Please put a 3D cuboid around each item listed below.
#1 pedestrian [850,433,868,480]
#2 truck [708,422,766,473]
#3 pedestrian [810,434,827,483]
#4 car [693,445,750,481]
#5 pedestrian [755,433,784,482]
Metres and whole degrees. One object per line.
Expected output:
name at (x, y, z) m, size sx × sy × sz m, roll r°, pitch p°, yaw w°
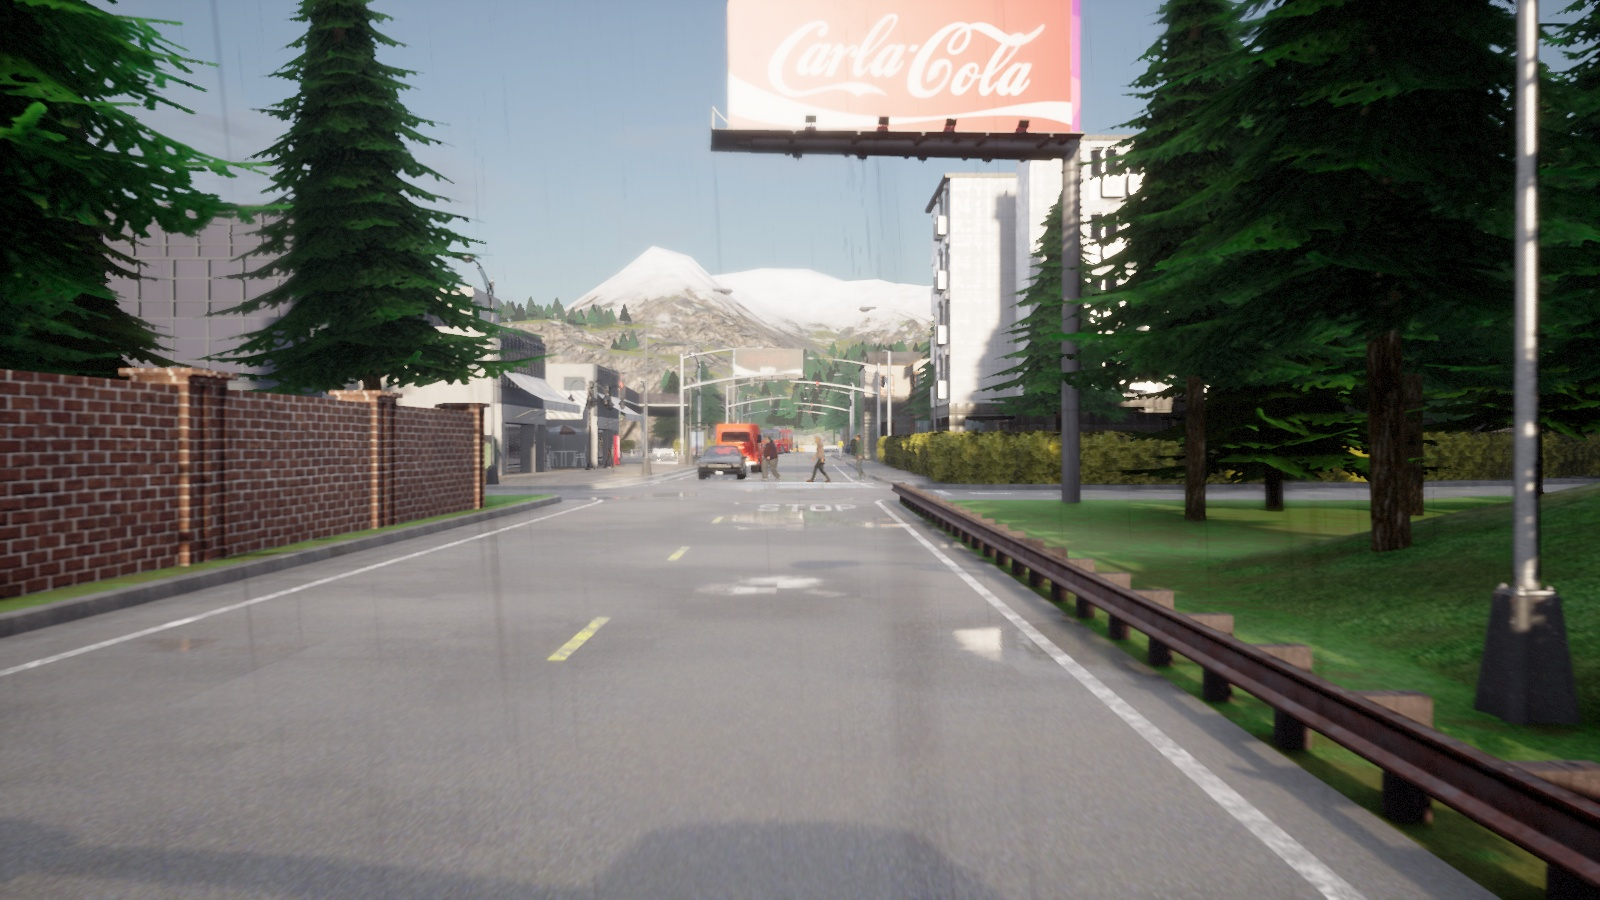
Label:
pedestrian at (2.330, 0.265, 49.686) m, size 0.614 × 1.847 × 0.353 m, roll 0°, pitch 0°, yaw -16°
truck at (-3.127, -0.082, 63.335) m, size 2.627 × 2.467 × 5.204 m, roll 0°, pitch -1°, yaw 0°
pedestrian at (0.690, 0.318, 47.040) m, size 0.634 × 1.846 × 0.331 m, roll 0°, pitch 0°, yaw 2°
car at (-3.188, 0.499, 51.994) m, size 2.033 × 1.411 × 5.357 m, roll 0°, pitch 0°, yaw 0°
pedestrian at (-1.168, 0.272, 48.084) m, size 0.899 × 1.844 × 0.634 m, roll 0°, pitch 0°, yaw -41°
